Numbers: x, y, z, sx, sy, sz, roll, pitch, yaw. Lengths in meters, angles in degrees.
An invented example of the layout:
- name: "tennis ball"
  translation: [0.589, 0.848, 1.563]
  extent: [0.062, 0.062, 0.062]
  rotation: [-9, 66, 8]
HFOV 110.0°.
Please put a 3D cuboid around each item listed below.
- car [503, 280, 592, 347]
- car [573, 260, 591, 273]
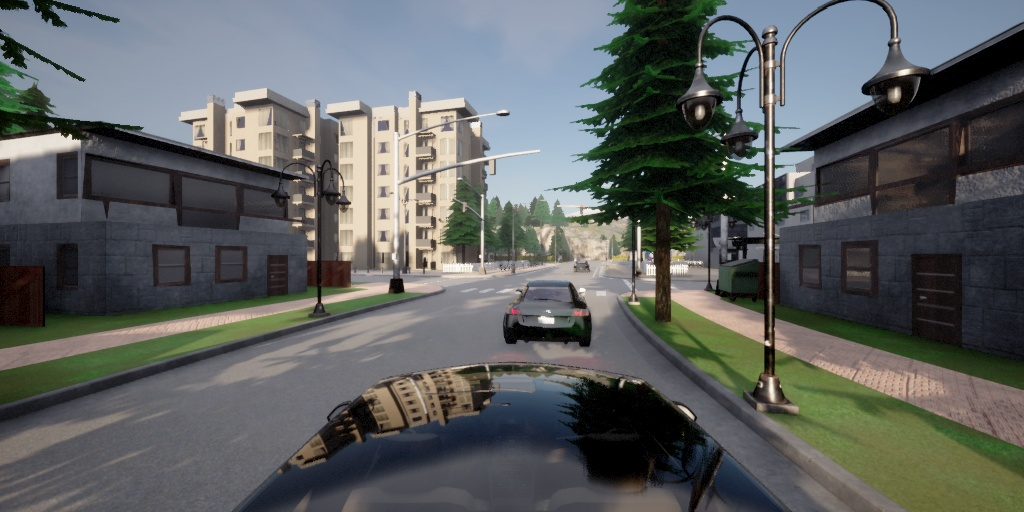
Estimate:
- name: "car"
  translation: [1.005, 1.314, 9.454]
  extent: [1.994, 1.385, 4.181]
  rotation: [0, 0, 8]
- name: "car"
  translation: [8.776, 1.276, 44.988]
  extent: [2.128, 1.511, 4.902]
  rotation: [0, 0, 14]
